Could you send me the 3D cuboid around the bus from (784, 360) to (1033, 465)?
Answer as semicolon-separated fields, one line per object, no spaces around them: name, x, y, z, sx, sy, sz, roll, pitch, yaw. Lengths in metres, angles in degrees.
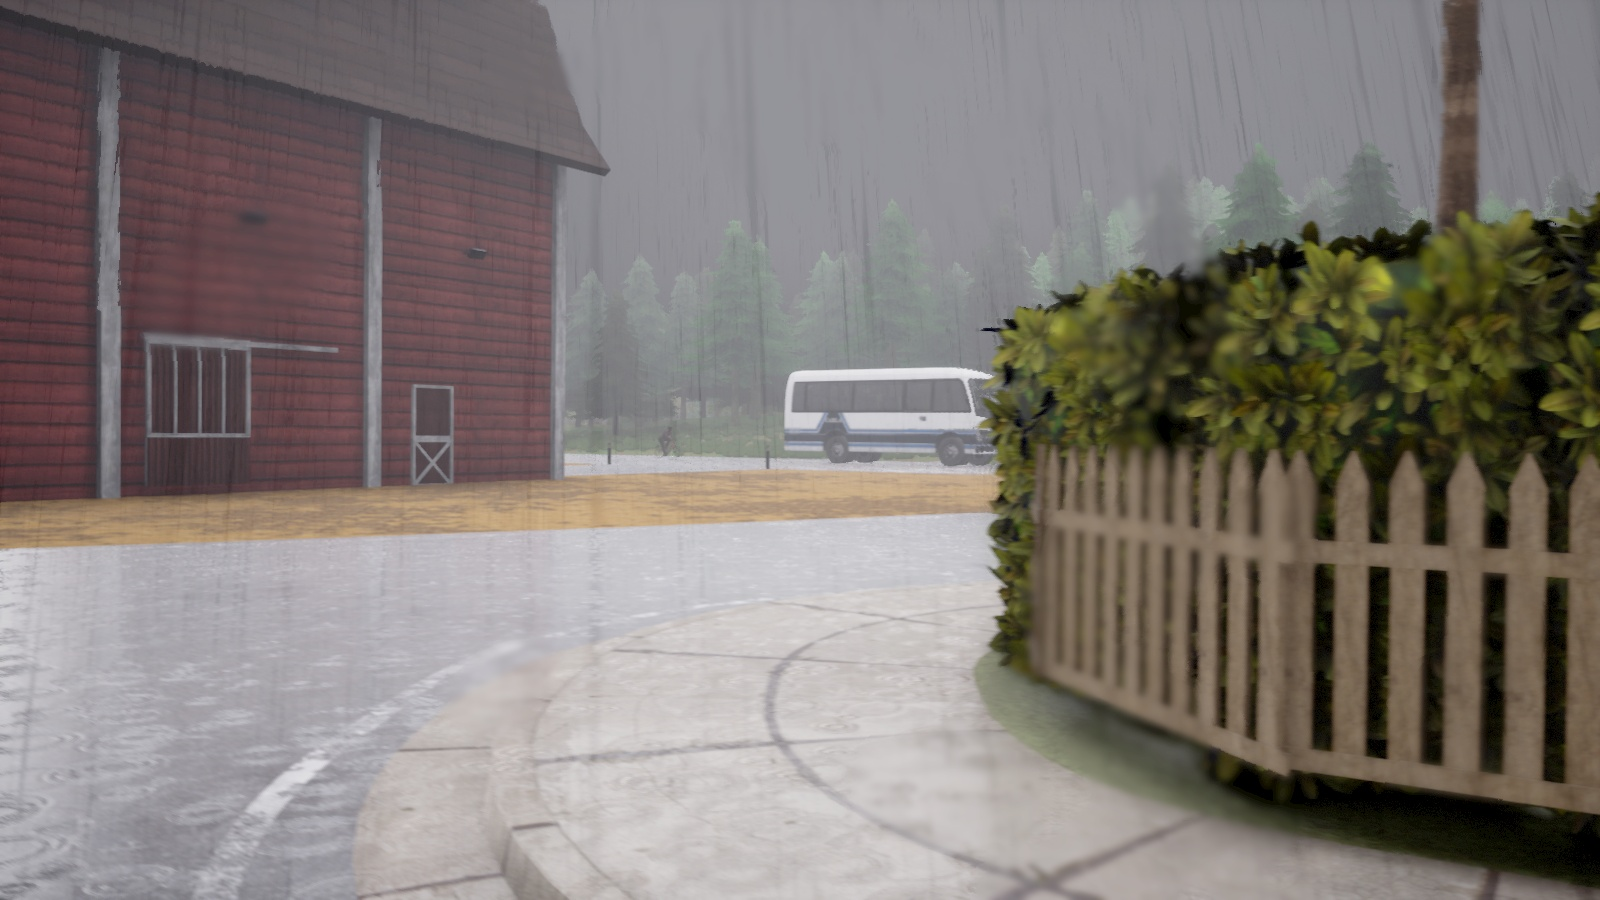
bus;4.672;-1.562;55.488;10.273;4.253;3.944;0;1;34
